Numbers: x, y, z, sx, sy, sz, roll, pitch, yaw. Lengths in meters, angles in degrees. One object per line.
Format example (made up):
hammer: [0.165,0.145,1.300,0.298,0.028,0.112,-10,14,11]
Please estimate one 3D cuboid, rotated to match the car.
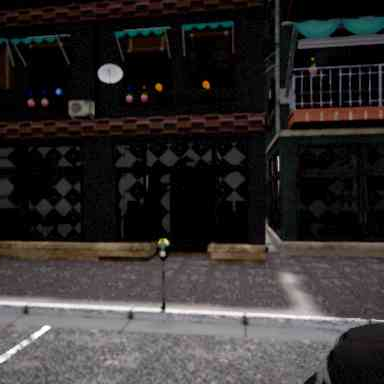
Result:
car: [3.339,1.214,1.352,5.566,2.045,2.150,0,0,5]
